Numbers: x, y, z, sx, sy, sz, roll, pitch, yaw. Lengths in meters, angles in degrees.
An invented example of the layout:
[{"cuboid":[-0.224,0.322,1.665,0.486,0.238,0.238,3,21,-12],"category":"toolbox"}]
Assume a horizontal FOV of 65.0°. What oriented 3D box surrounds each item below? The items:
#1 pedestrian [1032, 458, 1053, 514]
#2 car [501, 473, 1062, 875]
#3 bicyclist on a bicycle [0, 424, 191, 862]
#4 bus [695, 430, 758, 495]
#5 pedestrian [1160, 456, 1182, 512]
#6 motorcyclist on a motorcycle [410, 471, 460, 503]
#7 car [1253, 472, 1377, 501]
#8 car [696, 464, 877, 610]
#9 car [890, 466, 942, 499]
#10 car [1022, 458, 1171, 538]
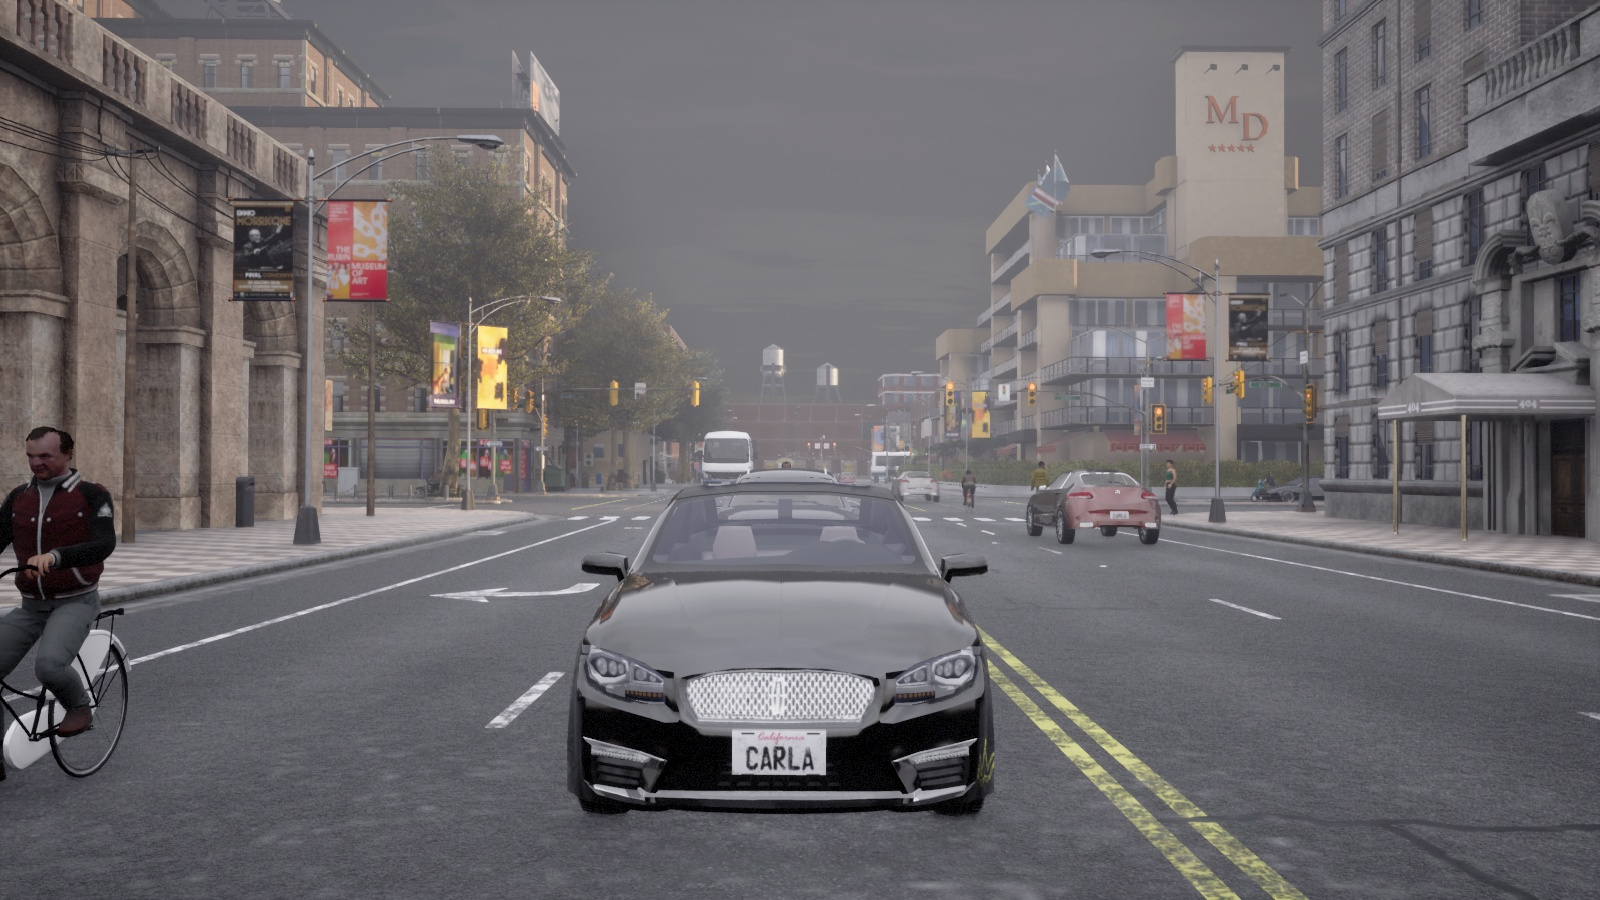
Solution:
[{"cuboid":[8.035,1.191,41.583,0.431,1.840,0.709,-1,-1,35],"category":"pedestrian"},{"cuboid":[-0.075,0.892,7.228,2.128,1.511,4.902,0,-1,0],"category":"car"},{"cuboid":[-3.575,0.796,5.776,0.659,1.776,1.843,0,-1,0],"category":"bicyclist on a bicycle"},{"cuboid":[-4.931,0.914,86.961,3.944,4.253,10.273,0,-1,-1],"category":"bus"},{"cuboid":[12.196,1.113,41.309,0.594,1.836,0.345,0,-1,-12],"category":"pedestrian"},{"cuboid":[-19.154,1.946,65.919,2.350,1.649,0.766,0,-1,-1],"category":"motorcyclist on a motorcycle"},{"cuboid":[25.783,1.814,63.007,5.357,1.411,2.033,0,-1,-1],"category":"car"},{"cuboid":[-0.165,1.024,16.622,2.033,1.649,4.856,0,-1,0],"category":"car"},{"cuboid":[5.979,1.665,65.424,2.152,1.651,5.027,0,-1,-1],"category":"car"},{"cuboid":[6.669,1.050,28.852,2.152,1.651,5.027,0,-1,-1],"category":"car"}]
